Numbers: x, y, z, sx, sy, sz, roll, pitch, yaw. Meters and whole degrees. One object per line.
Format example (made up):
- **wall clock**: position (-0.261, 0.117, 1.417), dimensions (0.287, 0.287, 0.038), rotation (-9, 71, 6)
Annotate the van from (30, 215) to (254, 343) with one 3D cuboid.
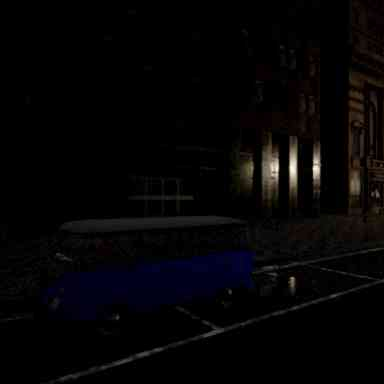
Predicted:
- **van**: position (-0.664, 1.360, 6.179), dimensions (3.998, 1.788, 1.690), rotation (0, 0, -36)
